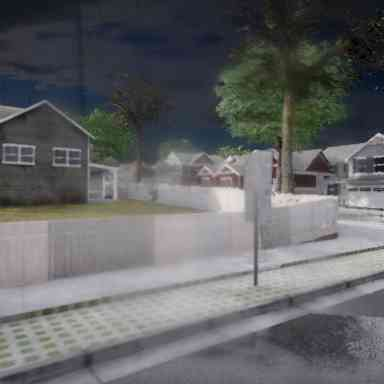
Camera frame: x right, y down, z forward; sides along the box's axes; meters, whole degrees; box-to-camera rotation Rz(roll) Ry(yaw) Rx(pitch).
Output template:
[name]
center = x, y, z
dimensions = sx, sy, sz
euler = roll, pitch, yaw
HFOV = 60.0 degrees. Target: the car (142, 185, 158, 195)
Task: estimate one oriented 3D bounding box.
[car]
center = -6.136, -0.243, 44.914
dimensions = 1.837, 1.490, 4.892
euler = 1, 2, -33
